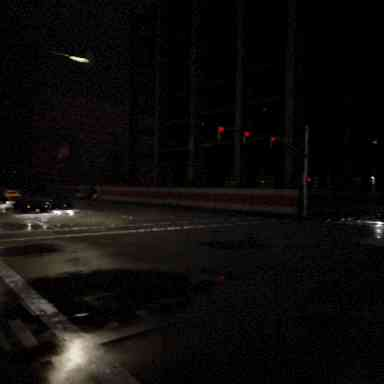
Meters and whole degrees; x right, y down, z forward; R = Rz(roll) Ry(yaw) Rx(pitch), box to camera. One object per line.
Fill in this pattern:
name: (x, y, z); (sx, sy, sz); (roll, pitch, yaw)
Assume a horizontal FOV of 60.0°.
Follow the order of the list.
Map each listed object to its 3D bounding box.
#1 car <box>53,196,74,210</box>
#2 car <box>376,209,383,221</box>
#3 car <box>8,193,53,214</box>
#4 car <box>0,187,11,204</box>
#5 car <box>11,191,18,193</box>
car: (-13.564, 1.072, 33.785); (1.994, 1.385, 4.181); (1, 0, -39)
car: (17.557, 1.740, 28.124); (5.357, 1.411, 2.033); (1, 0, -39)
car: (-14.326, 1.066, 29.341); (2.033, 1.411, 5.357); (1, 0, -39)
car: (-25.303, 0.423, 42.675); (2.150, 2.045, 5.566); (1, 2, -39)
car: (-27.853, 0.583, 51.429); (1.882, 1.535, 5.008); (1, 0, -39)
